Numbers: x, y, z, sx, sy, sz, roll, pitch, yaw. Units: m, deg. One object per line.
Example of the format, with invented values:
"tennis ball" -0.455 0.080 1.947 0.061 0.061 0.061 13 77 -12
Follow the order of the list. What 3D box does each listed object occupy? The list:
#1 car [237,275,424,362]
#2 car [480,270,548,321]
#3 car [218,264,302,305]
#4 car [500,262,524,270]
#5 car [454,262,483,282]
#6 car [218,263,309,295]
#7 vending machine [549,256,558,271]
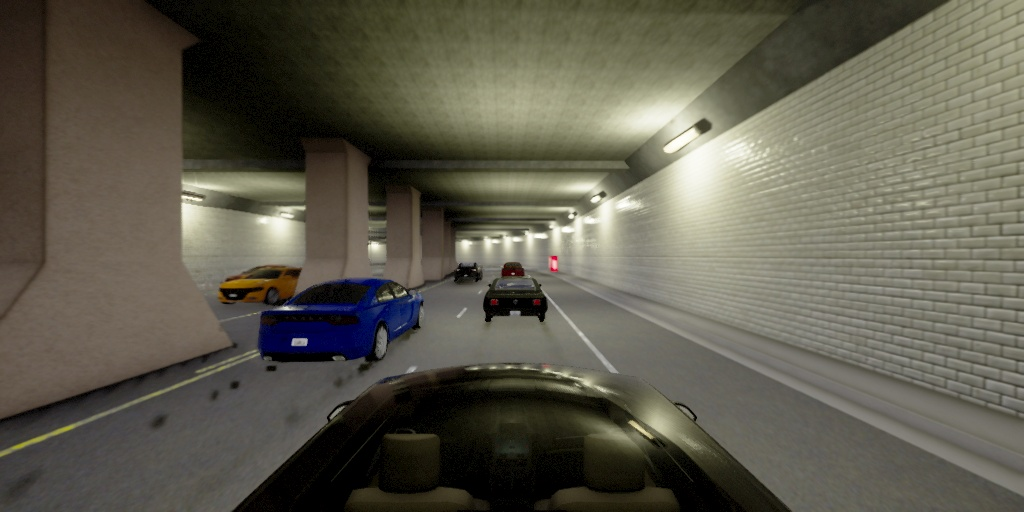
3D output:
"car" -3.401 1.228 8.214 1.882 1.535 5.008 0 0 0
"car" 0.099 1.351 12.422 1.895 1.301 4.718 0 0 0
"car" -10.605 1.227 16.127 1.882 1.535 5.008 0 0 0
"car" 0.043 1.228 30.423 1.882 1.535 5.008 0 0 -1
"car" -3.421 1.242 28.754 2.128 1.511 4.902 0 0 -1
"car" -14.114 1.227 20.829 1.882 1.535 5.008 0 0 0
"vending machine" 5.076 0.947 43.657 1.100 2.100 0.880 0 0 -7
